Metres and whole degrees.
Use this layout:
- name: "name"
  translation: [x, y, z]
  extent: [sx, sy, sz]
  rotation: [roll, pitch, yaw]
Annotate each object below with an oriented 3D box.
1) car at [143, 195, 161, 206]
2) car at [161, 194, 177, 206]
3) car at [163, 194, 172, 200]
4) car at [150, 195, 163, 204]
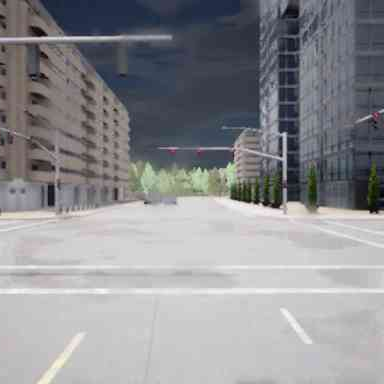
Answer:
- name: "car"
  translation: [-7.196, 1.617, 57.866]
  extent: [2.033, 1.411, 5.357]
  rotation: [0, 0, 1]
- name: "car"
  translation: [-3.708, 1.421, 57.929]
  extent: [2.097, 1.767, 4.553]
  rotation: [0, 0, 1]
- name: "car"
  translation: [-6.729, 1.425, 91.934]
  extent: [1.837, 1.490, 4.892]
  rotation: [0, 0, 1]
- name: "car"
  translation: [-7.046, 1.435, 66.451]
  extent: [2.097, 1.767, 4.553]
  rotation: [0, 0, 1]
